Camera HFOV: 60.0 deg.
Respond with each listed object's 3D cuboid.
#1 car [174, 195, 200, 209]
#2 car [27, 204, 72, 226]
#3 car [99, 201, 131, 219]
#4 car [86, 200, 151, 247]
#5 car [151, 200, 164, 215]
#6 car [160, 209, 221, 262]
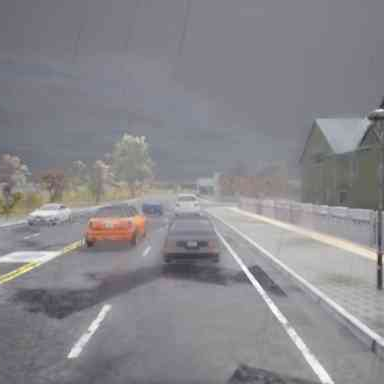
[{"bbox_3d":[-0.478,1.290,30.823,2.150,2.045,5.566,0,0,-2],"label":"car"},{"bbox_3d":[-10.212,1.589,24.299,1.812,1.442,4.674,0,0,-2],"label":"car"},{"bbox_3d":[-7.190,1.624,31.694,2.033,1.411,5.357,0,0,-2],"label":"car"},{"bbox_3d":[-3.332,1.390,15.499,2.097,1.767,4.553,0,0,-1],"label":"car"},{"bbox_3d":[-3.825,1.554,33.335,1.882,1.535,5.008,0,0,-2],"label":"car"},{"bbox_3d":[-0.024,1.576,12.181,2.033,1.411,5.357,0,0,-1],"label":"car"}]
